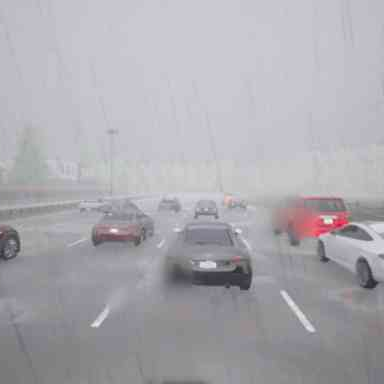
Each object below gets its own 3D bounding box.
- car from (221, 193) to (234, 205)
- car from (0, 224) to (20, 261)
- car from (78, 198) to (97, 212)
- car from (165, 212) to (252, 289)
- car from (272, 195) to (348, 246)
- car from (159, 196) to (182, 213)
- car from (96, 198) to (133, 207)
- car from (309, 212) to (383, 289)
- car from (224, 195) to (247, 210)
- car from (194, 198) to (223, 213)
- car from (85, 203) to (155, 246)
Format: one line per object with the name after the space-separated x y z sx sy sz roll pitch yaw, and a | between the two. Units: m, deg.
5.513 0.969 49.969 2.097 1.767 4.553 1 0 3 | car
-6.591 1.210 8.775 2.097 1.767 4.553 1 0 2 | car
-9.149 1.233 31.868 1.895 1.301 4.718 1 0 2 | car
0.422 1.489 9.002 1.994 1.385 4.181 1 0 2 | car
5.121 1.143 14.922 2.150 2.045 5.566 1 1 2 | car
-2.107 1.184 32.776 2.128 1.511 4.902 1 0 2 | car
-5.830 1.251 27.405 2.033 1.411 5.357 1 0 2 | car
4.871 1.495 8.900 1.812 1.442 4.674 1 0 2 | car
5.016 1.323 37.379 1.895 1.301 4.718 1 0 3 | car
1.164 1.322 27.107 2.033 1.411 5.357 1 0 2 | car
-2.855 1.408 14.536 1.994 1.385 4.181 1 0 2 | car
